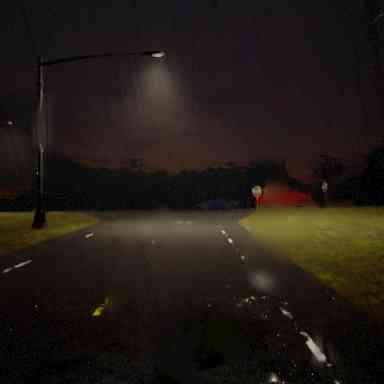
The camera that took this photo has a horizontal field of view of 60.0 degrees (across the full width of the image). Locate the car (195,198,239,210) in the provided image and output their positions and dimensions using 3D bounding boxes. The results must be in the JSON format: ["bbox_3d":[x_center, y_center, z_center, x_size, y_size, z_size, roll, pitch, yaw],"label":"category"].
[{"bbox_3d":[3.063,1.490,40.914,5.357,1.411,2.033,-2,-2,-1],"label":"car"}]

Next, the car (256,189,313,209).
[{"bbox_3d":[9.351,0.686,34.037,5.566,2.045,2.150,-2,-3,-1],"label":"car"}]
